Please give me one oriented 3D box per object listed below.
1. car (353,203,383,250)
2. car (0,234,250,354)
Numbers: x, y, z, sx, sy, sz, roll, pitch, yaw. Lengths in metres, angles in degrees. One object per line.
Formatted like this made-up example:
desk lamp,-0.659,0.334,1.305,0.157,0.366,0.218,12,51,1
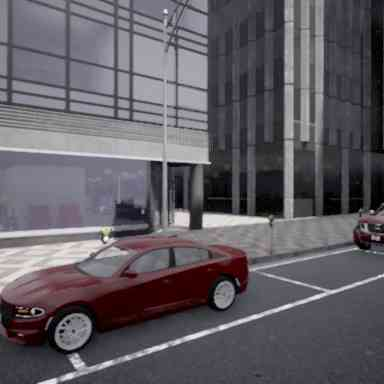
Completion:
car,8.222,1.212,12.634,5.009,1.841,2.192,-1,1,-36
car,-0.929,1.525,6.096,4.507,1.381,1.887,-1,1,-36
